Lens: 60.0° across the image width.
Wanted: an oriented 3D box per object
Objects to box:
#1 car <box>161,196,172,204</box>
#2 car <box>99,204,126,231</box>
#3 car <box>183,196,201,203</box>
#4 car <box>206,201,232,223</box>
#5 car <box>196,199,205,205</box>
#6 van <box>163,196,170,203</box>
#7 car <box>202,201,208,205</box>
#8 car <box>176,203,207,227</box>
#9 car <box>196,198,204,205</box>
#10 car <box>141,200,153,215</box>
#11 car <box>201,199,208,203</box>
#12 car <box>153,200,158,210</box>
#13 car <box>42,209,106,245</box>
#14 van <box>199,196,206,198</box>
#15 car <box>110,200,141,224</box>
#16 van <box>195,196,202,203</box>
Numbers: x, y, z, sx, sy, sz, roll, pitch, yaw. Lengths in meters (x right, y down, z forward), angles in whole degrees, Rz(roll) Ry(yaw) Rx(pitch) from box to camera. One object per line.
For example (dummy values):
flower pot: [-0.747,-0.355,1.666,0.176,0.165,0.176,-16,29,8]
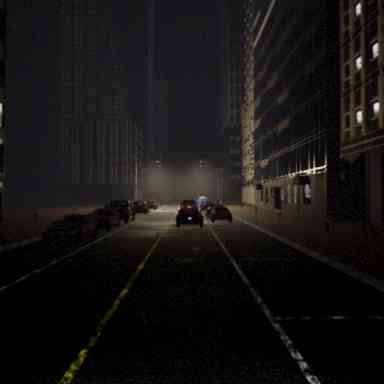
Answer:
car: [-6.610,2.210,82.566,1.887,1.381,4.507,0,0,-1]
car: [-5.925,1.759,22.190,1.887,1.381,4.507,0,-1,-1]
car: [-0.350,1.697,40.208,2.097,1.767,4.553,0,-1,-1]
car: [2.389,1.768,28.131,1.752,1.417,4.829,0,0,-1]
car: [1.890,2.156,72.024,1.802,1.307,4.206,0,0,-1]
van: [-6.669,2.040,87.879,1.690,1.788,3.998,0,0,-1]
car: [2.326,1.854,33.646,1.947,1.339,4.313,0,0,-1]
car: [-0.171,1.784,24.669,1.994,1.385,4.181,0,0,-1]
car: [1.829,2.136,77.507,1.752,1.417,4.829,0,0,-1]
car: [-6.117,1.794,39.247,1.967,1.590,4.097,0,0,-1]
car: [2.197,1.959,45.014,1.802,1.307,4.206,0,0,-1]
car: [-6.247,1.880,50.618,1.967,1.590,4.097,0,0,-1]
car: [-5.860,1.747,16.505,1.802,1.307,4.206,0,-1,-1]
van: [2.013,1.839,61.397,1.690,1.788,3.998,0,0,-1]
car: [-5.988,1.577,27.877,2.192,1.841,5.009,0,0,-1]
van: [1.711,2.019,87.967,1.690,1.788,3.998,0,0,-1]
